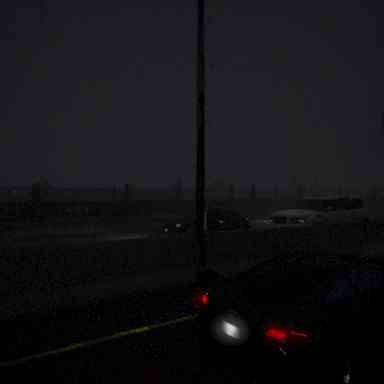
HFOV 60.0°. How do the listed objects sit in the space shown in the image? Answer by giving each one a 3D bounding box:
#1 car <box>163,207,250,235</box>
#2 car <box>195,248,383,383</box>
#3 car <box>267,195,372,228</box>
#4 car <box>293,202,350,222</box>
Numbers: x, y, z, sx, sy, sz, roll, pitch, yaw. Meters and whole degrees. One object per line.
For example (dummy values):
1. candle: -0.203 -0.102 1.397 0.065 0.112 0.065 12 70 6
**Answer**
1. car: 0.800 1.492 16.723 4.674 1.442 1.812 0 0 -31
2. car: 2.132 1.555 4.916 4.181 1.385 1.994 0 0 -33
3. car: 6.154 1.194 15.783 5.566 2.045 2.150 0 0 -30
4. car: 10.157 1.519 26.085 4.181 1.385 1.994 0 0 -29
